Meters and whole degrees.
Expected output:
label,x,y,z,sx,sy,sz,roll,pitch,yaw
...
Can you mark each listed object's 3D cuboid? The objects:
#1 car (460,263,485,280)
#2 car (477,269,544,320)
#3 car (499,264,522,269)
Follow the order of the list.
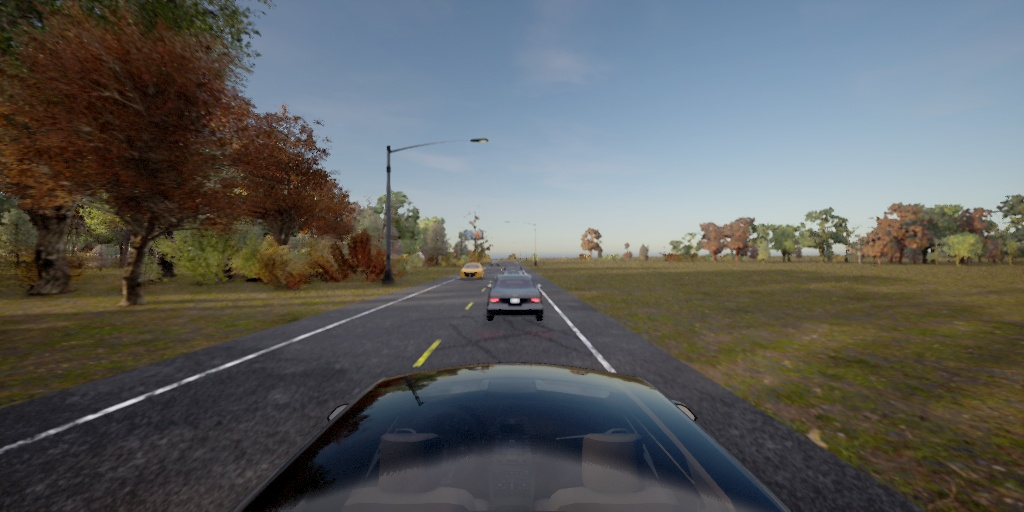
label,x,y,z,sx,sy,sz,roll,pitch,yaw
car,-3.604,1.372,33.186,1.882,1.535,5.008,0,0,0
car,0.092,1.348,12.822,2.033,1.411,5.357,0,0,0
car,0.091,1.487,31.209,1.895,1.301,4.718,0,0,0
